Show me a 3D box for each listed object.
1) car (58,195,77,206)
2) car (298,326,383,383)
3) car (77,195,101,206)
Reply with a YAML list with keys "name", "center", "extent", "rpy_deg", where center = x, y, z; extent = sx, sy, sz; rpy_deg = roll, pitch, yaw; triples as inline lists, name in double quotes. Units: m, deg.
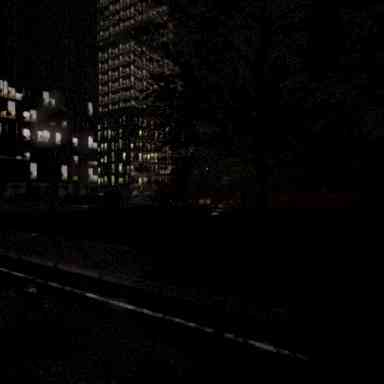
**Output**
- name: "car"
  center: [-17.993, 1.260, 50.731]
  extent: [2.128, 1.511, 4.902]
  rpy_deg: [0, 0, 37]
- name: "car"
  center: [2.991, 1.505, 1.551]
  extent: [4.902, 1.511, 2.128]
  rpy_deg: [1, 0, 36]
- name: "car"
  center: [-14.506, 1.313, 49.960]
  extent: [1.994, 1.385, 4.181]
  rpy_deg: [0, 0, 37]
